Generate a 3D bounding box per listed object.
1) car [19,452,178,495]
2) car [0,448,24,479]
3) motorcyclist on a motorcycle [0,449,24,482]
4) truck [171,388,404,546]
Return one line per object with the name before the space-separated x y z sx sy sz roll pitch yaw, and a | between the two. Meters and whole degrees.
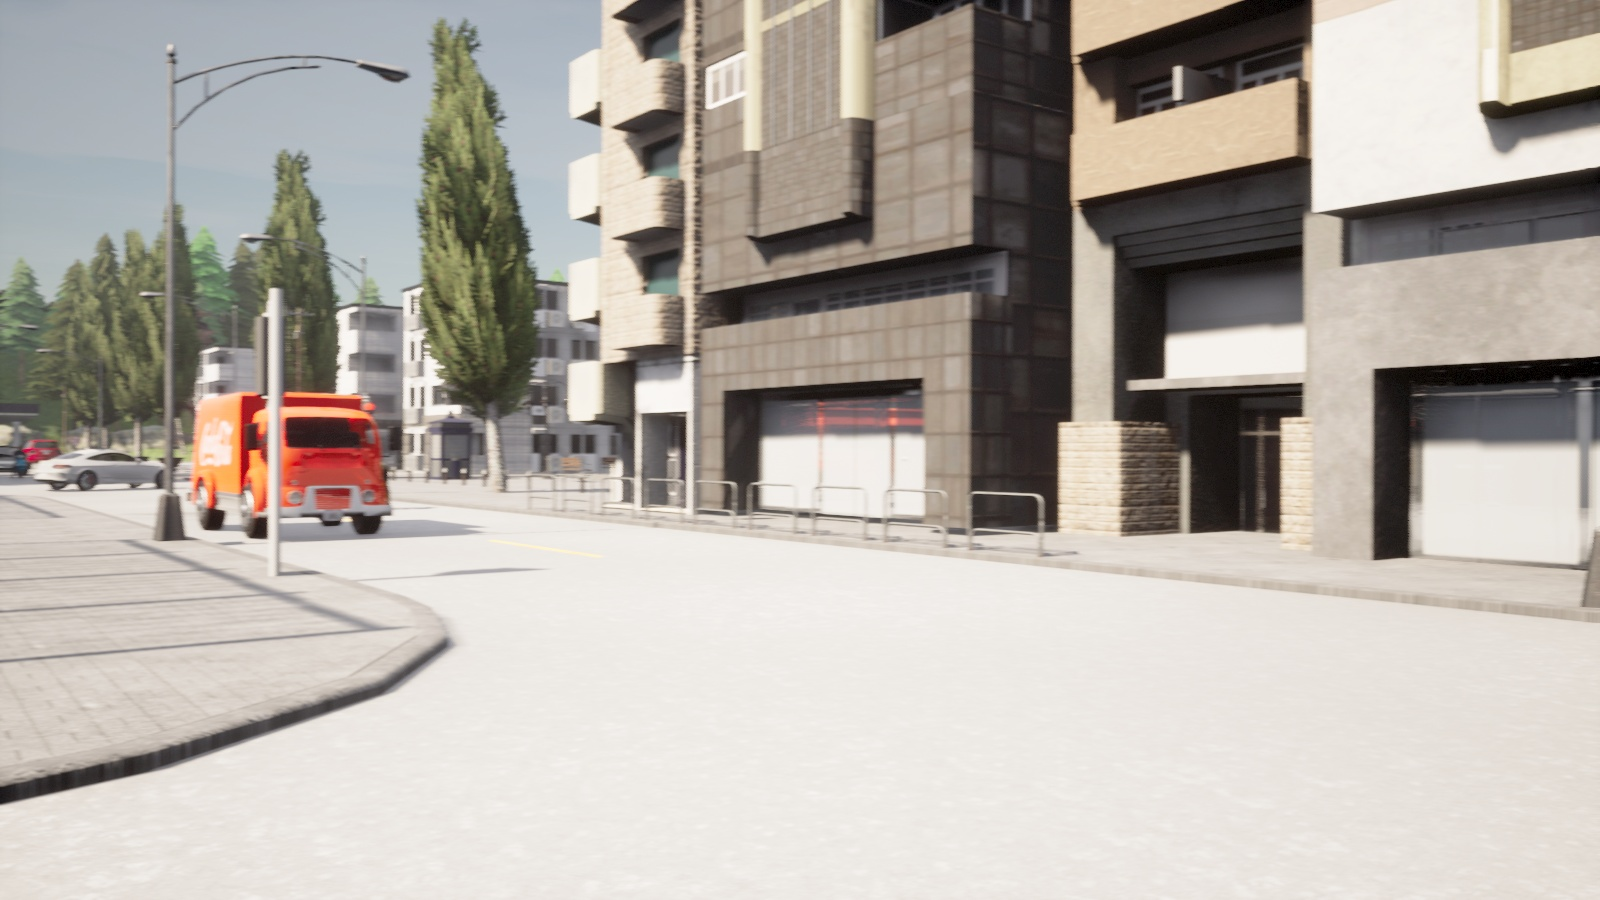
car | -24.786 0.792 44.563 1.812 1.442 4.674 0 0 28
car | -43.059 0.712 67.357 2.033 1.649 4.856 0 0 -37
motorcyclist on a motorcycle | -38.382 0.731 61.157 0.866 1.590 1.817 0 0 -37
truck | -9.270 0.266 22.420 2.627 2.467 5.204 0 0 -37
